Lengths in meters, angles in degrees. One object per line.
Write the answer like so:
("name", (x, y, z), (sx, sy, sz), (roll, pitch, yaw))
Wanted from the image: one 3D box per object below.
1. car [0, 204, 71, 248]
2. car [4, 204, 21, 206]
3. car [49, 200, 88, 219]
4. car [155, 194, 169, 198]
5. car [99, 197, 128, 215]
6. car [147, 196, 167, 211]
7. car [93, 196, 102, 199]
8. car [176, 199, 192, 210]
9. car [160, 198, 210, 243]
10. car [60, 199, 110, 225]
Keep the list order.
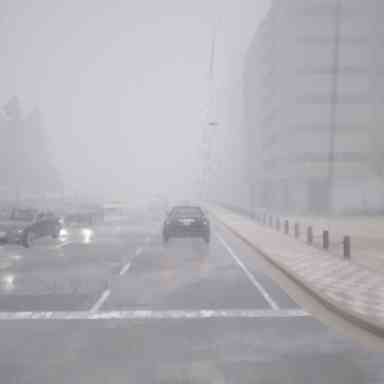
("car", (-7.437, 1.514, 14.919), (2.128, 1.511, 4.902), (0, 0, -1))
("car", (-11.082, 1.524, 20.737), (2.128, 1.511, 4.902), (0, 0, -1))
("car", (-11.314, 1.546, 30.828), (1.837, 1.490, 4.892), (0, 0, -1))
("car", (-4.788, 1.274, 51.850), (2.150, 2.045, 5.566), (0, 0, -1))
("car", (-7.881, 1.518, 34.588), (1.882, 1.535, 5.008), (0, 0, -1))
("car", (-4.537, 1.569, 42.116), (1.812, 1.442, 4.674), (0, 0, -1))
("car", (-11.511, 1.403, 40.992), (2.097, 1.767, 4.553), (0, 0, -1))
("car", (-1.081, 1.606, 44.237), (1.994, 1.385, 4.181), (0, 0, -1))
("car", (-0.279, 1.367, 16.428), (2.097, 1.767, 4.553), (0, 0, -1))
("car", (-7.668, 1.509, 24.282), (1.882, 1.535, 5.008), (0, 0, -1))
